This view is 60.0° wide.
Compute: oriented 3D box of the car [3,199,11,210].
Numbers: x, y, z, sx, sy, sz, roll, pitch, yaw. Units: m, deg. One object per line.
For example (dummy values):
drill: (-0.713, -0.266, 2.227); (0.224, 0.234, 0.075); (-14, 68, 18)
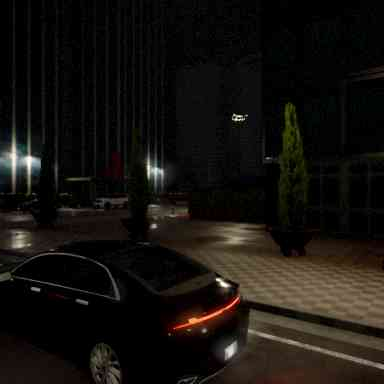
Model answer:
car: (-21.052, 1.547, 37.962); (2.033, 1.411, 5.357); (0, 0, 35)

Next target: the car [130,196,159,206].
car: (-7.994, 1.492, 56.516); (2.128, 1.511, 4.902); (0, 0, 35)

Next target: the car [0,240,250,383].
car: (-1.536, 1.505, 5.101); (4.892, 1.490, 1.837); (0, 0, 36)

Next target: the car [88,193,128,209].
car: (-11.035, 1.222, 46.128); (2.150, 2.045, 5.566); (0, 0, 35)

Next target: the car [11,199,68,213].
car: (-17.104, 1.491, 37.498); (2.128, 1.511, 4.902); (0, 0, 35)

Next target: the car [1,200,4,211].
car: (-19.041, 1.601, 28.159); (1.895, 1.301, 4.718); (0, 0, 38)

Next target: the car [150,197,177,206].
car: (-4.455, 1.564, 55.457); (1.994, 1.385, 4.181); (0, 0, 35)

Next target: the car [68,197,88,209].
car: (-15.105, 1.503, 46.425); (1.837, 1.490, 4.892); (0, 0, 35)
